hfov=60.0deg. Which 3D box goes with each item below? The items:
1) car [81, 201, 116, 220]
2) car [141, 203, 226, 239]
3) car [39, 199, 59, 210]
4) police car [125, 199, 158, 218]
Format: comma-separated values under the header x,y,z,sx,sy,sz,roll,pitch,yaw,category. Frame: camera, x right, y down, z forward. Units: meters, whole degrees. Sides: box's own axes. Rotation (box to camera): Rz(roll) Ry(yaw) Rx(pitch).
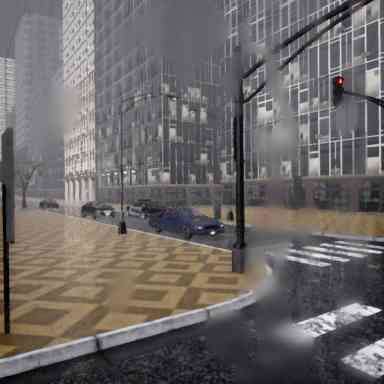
x,y,z,sx,sy,sz,roll,pitch,yaw,category
-8.303,1.549,29.292,2.128,1.511,4.902,-1,0,-35,car
-0.524,1.589,18.192,2.033,1.411,5.357,-1,0,-35,car
-19.643,1.646,45.625,1.994,1.385,4.181,-1,0,-35,car
-4.127,1.444,28.705,1.930,1.638,5.238,-1,0,-35,police car
